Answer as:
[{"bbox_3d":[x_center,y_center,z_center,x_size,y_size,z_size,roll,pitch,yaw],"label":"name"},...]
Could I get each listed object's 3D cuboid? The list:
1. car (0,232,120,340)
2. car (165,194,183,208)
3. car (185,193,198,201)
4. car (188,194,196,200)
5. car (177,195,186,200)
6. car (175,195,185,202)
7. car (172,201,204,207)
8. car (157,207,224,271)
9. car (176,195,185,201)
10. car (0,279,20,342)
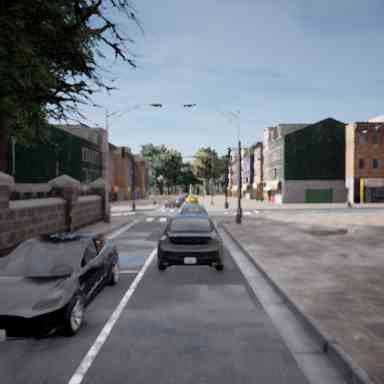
[{"bbox_3d":[-2.643,1.535,6.613,1.947,1.339,4.313,-1,0,0],"label":"car"},{"bbox_3d":[-2.636,1.280,44.933,1.967,1.590,4.097,-1,0,0],"label":"car"},{"bbox_3d":[0.115,1.278,62.181,1.882,1.535,5.008,0,0,0],"label":"car"},{"bbox_3d":[0.020,1.298,85.519,2.033,1.411,5.357,0,0,0],"label":"car"},{"bbox_3d":[-2.627,1.328,82.976,1.947,1.339,4.313,-1,0,0],"label":"car"},{"bbox_3d":[-2.629,1.332,72.106,2.008,1.369,4.403,-1,0,0],"label":"car"},{"bbox_3d":[0.104,1.466,19.350,2.033,1.411,5.357,0,0,0],"label":"car"},{"bbox_3d":[-0.026,1.456,10.747,1.837,1.490,4.892,0,0,0],"label":"car"},{"bbox_3d":[-2.628,1.316,77.541,1.887,1.381,4.507,-1,0,0],"label":"car"},{"bbox_3d":[-2.644,1.546,0.924,2.008,1.369,4.403,-1,0,0],"label":"car"}]
